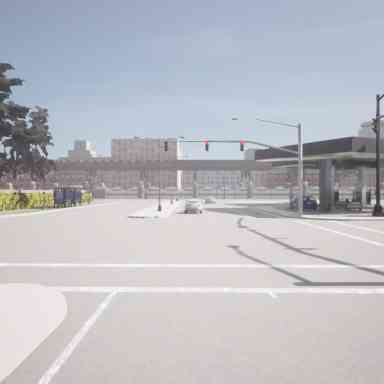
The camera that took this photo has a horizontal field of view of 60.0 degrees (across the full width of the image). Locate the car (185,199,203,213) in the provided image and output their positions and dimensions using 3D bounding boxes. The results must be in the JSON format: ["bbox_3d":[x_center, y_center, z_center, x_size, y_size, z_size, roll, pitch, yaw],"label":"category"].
[{"bbox_3d":[0.159,1.525,37.418,1.812,1.442,4.674,0,0,0],"label":"car"}]

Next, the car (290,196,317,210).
[{"bbox_3d":[13.249,1.295,39.729,2.242,1.667,4.611,0,0,0],"label":"car"}]

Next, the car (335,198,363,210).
[{"bbox_3d":[18.995,1.456,40.486,1.970,1.475,3.806,0,0,0],"label":"car"}]

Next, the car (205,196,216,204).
[{"bbox_3d":[3.563,1.525,64.414,1.812,1.442,4.674,0,0,0],"label":"car"}]
